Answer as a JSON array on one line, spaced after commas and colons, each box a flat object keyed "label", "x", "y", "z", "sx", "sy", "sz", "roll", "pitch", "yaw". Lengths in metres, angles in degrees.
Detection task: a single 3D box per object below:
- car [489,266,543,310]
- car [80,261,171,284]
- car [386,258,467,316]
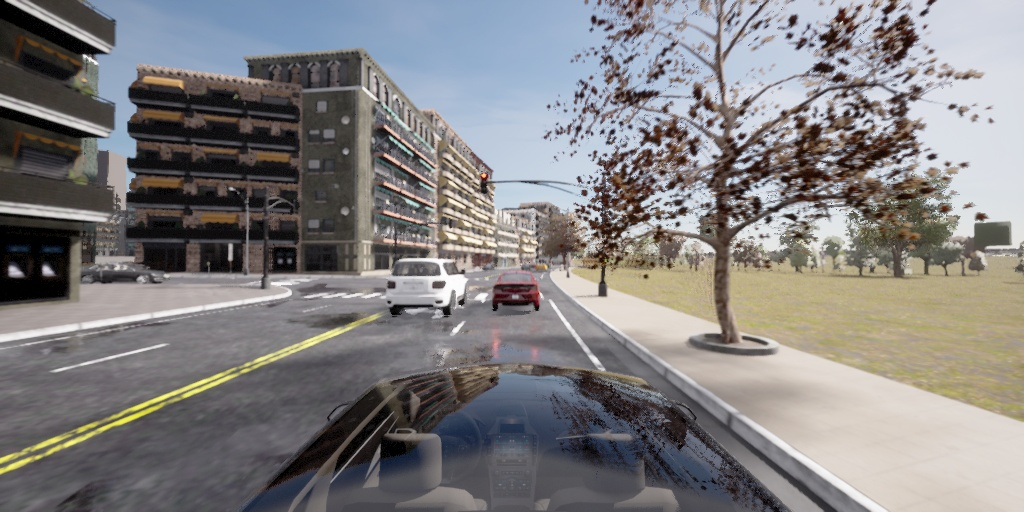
[{"label": "car", "x": 0.229, "y": 1.387, "z": 15.728, "sx": 1.882, "sy": 1.535, "sz": 5.008, "roll": 0, "pitch": -1, "yaw": 2}, {"label": "car", "x": -24.440, "y": 1.116, "z": 22.585, "sx": 4.403, "sy": 1.370, "sz": 2.007, "roll": 0, "pitch": 0, "yaw": -17}, {"label": "car", "x": -3.145, "y": 1.115, "z": 14.191, "sx": 2.150, "sy": 2.045, "sz": 5.566, "roll": 0, "pitch": 0, "yaw": 1}]
